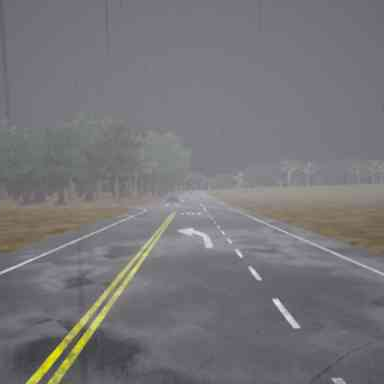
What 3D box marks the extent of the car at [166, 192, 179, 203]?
[{"bbox_3d":[-3.679,0.953,62.299,2.150,2.045,5.566,0,1,0],"label":"car"}]
